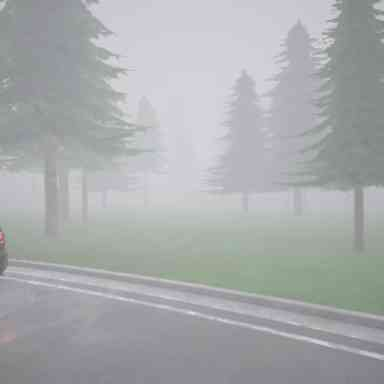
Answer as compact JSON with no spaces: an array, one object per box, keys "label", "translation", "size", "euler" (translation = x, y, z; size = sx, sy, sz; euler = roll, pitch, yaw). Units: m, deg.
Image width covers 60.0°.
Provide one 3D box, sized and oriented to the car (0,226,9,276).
[{"label":"car","translation":[-6.739,1.166,7.463],"size":[5.566,2.045,2.150],"euler":[0,1,23]}]
